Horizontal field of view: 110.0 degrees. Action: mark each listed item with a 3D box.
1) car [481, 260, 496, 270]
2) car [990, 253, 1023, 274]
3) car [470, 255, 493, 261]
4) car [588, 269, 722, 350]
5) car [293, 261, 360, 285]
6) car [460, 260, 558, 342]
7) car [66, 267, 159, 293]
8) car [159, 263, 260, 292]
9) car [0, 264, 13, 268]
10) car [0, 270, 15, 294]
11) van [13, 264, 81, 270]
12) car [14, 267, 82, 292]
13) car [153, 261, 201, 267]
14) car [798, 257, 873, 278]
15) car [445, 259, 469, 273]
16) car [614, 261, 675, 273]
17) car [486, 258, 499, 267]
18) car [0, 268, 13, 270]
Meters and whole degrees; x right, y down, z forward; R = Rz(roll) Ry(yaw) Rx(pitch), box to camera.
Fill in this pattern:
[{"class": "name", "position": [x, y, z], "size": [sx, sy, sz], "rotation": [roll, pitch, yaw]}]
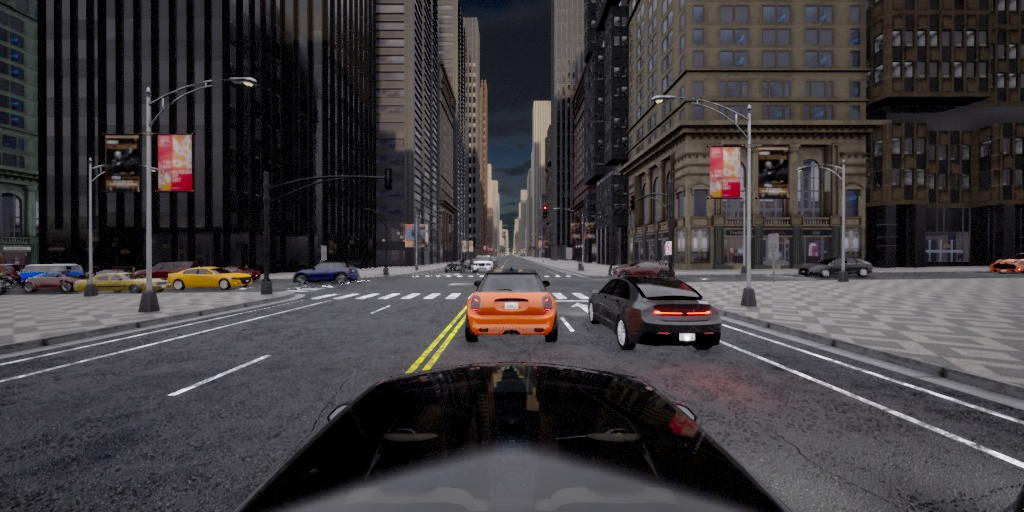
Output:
[{"class": "car", "position": [-3.446, 1.285, 53.287], "size": [1.994, 1.385, 4.181], "rotation": [0, 0, 1]}, {"class": "car", "position": [40.614, 0.524, 27.994], "size": [4.553, 1.767, 2.097], "rotation": [-1, 0, 0]}, {"class": "car", "position": [-3.440, 0.952, 43.315], "size": [2.150, 2.045, 5.566], "rotation": [0, 0, 0]}, {"class": "car", "position": [3.237, 1.254, 9.059], "size": [1.837, 1.490, 4.892], "rotation": [0, 0, 0]}, {"class": "car", "position": [-14.486, 1.247, 27.974], "size": [4.553, 1.767, 2.097], "rotation": [-2, 0, 0]}, {"class": "car", "position": [-0.005, 1.101, 9.920], "size": [2.097, 1.767, 4.553], "rotation": [0, 0, 0]}, {"class": "car", "position": [-23.876, 1.593, 22.109], "size": [4.829, 1.417, 1.751], "rotation": [0, 0, 0]}, {"class": "car", "position": [-20.777, 1.490, 24.768], "size": [5.008, 1.535, 1.882], "rotation": [-1, 0, 0]}, {"class": "car", "position": [-44.383, 1.622, 30.661], "size": [5.009, 1.841, 2.192], "rotation": [0, 0, 0]}, {"class": "car", "position": [-33.817, 1.752, 22.109], "size": [4.403, 1.370, 2.007], "rotation": [0, 0, 0]}, {"class": "van", "position": [-39.296, 1.580, 30.655], "size": [3.998, 1.789, 1.690], "rotation": [0, 0, 0]}, {"class": "car", "position": [-30.775, 1.712, 24.783], "size": [4.181, 1.385, 1.994], "rotation": [-1, 0, 1]}, {"class": "car", "position": [-29.122, 1.415, 30.643], "size": [5.009, 1.841, 2.192], "rotation": [0, 0, 0]}, {"class": "car", "position": [25.174, 0.877, 27.998], "size": [4.892, 1.490, 1.837], "rotation": [-2, 0, 0]}, {"class": "car", "position": [-6.688, 1.295, 42.473], "size": [1.994, 1.385, 4.181], "rotation": [0, 0, 0]}, {"class": "car", "position": [10.396, 1.100, 28.528], "size": [4.674, 1.442, 1.812], "rotation": [-1, 0, 8]}, {"class": "car", "position": [-3.450, 1.201, 63.554], "size": [2.128, 1.511, 4.902], "rotation": [0, 0, 0]}, {"class": "car", "position": [-42.291, 1.892, 27.971], "size": [4.718, 1.301, 1.895], "rotation": [-1, 0, 0]}]
